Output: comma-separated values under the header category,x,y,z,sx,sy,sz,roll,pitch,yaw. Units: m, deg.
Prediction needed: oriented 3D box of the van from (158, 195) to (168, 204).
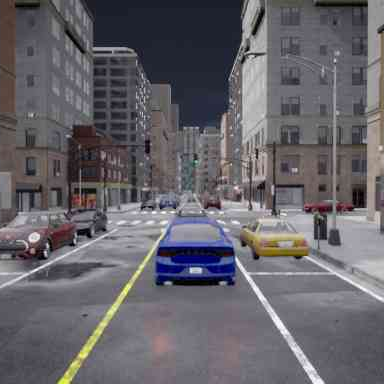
category,x,y,z,sx,sy,sz,roll,pitch,yaw
van,-5.788,1.473,66.880,1.690,1.788,3.998,-1,0,0

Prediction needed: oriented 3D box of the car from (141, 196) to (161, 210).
category,x,y,z,sx,sy,sz,roll,pitch,yaw
car,-5.750,1.651,44.536,1.947,1.339,4.313,-1,0,0

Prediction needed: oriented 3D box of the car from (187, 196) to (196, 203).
category,x,y,z,sx,sy,sz,roll,pitch,yaw
car,-0.121,1.662,73.979,2.128,1.511,4.902,0,0,0

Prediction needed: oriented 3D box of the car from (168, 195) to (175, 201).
category,x,y,z,sx,sy,sz,roll,pitch,yaw
car,-5.832,1.619,94.808,1.967,1.590,4.097,-1,0,0

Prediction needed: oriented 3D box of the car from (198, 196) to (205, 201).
category,x,y,z,sx,sy,sz,roll,pitch,yaw
car,2.707,1.729,94.822,2.008,1.369,4.403,-1,0,0

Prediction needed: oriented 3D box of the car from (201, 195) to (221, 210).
category,x,y,z,sx,sy,sz,roll,pitch,yaw
car,2.773,1.400,44.549,2.192,1.841,5.009,-1,0,0

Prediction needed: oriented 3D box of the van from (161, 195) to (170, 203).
category,x,y,z,sx,sy,sz,roll,pitch,yaw
van,-5.797,1.483,72.465,1.690,1.788,3.998,-1,0,0

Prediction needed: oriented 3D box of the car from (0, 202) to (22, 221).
category,x,y,z,sx,sy,sz,roll,pitch,yaw
car,-18.075,1.697,29.444,5.008,1.535,1.882,-1,1,-1

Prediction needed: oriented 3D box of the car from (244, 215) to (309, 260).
category,x,y,z,sx,sy,sz,roll,pitch,yaw
car,2.828,1.541,12.351,1.752,1.417,4.829,-1,0,0

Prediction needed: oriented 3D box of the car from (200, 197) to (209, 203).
category,x,y,z,sx,sy,sz,roll,pitch,yaw
car,2.738,1.724,72.478,1.802,1.307,4.206,-1,0,0

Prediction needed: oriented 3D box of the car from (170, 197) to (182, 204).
category,x,y,z,sx,sy,sz,roll,pitch,yaw
car,-3.138,1.679,66.525,2.033,1.411,5.357,0,0,0

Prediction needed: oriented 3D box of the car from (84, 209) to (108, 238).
category,x,y,z,sx,sy,sz,roll,pitch,yaw
car,-5.705,1.590,17.662,1.947,1.339,4.313,-1,0,0

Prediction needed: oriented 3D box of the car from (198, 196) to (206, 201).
category,x,y,z,sx,sy,sz,roll,pitch,yaw
car,2.714,1.736,89.236,1.947,1.339,4.313,-1,0,0

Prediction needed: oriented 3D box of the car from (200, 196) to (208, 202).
category,x,y,z,sx,sy,sz,roll,pitch,yaw
car,2.729,1.677,78.234,1.752,1.417,4.829,-1,0,0

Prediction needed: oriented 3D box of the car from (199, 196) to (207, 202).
category,x,y,z,sx,sy,sz,roll,pitch,yaw
car,2.722,1.726,83.650,1.947,1.339,4.313,-1,0,0

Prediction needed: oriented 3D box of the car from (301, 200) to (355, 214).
category,x,y,z,sx,sy,sz,roll,pitch,yaw
car,13.306,1.495,32.809,4.718,1.301,1.895,-1,1,-1

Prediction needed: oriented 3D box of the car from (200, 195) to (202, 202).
category,x,y,z,sx,sy,sz,roll,pitch,yaw
car,2.766,1.413,50.136,2.192,1.841,5.009,-1,0,0

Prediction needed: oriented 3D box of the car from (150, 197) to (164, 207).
category,x,y,z,sx,sy,sz,roll,pitch,yaw
car,-5.768,1.635,55.537,1.752,1.417,4.829,-1,0,0

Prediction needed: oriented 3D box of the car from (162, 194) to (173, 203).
category,x,y,z,sx,sy,sz,roll,pitch,yaw
car,-5.807,1.467,78.051,2.192,1.841,5.009,-1,0,0

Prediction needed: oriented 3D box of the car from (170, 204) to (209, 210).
category,x,y,z,sx,sy,sz,roll,pitch,yaw
car,-0.126,1.630,19.762,1.895,1.301,4.718,0,0,-6

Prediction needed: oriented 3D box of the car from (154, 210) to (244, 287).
category,x,y,z,sx,sy,sz,roll,pitch,yaw
car,0.082,1.489,9.413,1.882,1.535,5.008,0,0,0

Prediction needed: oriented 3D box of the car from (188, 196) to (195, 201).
category,x,y,z,sx,sy,sz,roll,pitch,yaw
car,-0.138,1.631,84.431,1.895,1.301,4.718,0,0,0

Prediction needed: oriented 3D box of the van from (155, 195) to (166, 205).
category,x,y,z,sx,sy,sz,roll,pitch,yaw
van,-5.779,1.462,61.293,1.690,1.788,3.998,-1,0,0

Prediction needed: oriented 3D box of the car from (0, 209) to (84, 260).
category,x,y,z,sx,sy,sz,roll,pitch,yaw
car,-5.698,1.456,12.166,1.967,1.590,4.097,-1,0,0

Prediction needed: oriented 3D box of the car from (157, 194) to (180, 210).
category,x,y,z,sx,sy,sz,roll,pitch,yaw
car,-3.170,1.309,45.394,2.150,2.045,5.566,0,0,0

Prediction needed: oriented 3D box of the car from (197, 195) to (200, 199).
category,x,y,z,sx,sy,sz,roll,pitch,yaw
car,2.742,1.447,66.893,2.192,1.841,5.009,-1,0,0
